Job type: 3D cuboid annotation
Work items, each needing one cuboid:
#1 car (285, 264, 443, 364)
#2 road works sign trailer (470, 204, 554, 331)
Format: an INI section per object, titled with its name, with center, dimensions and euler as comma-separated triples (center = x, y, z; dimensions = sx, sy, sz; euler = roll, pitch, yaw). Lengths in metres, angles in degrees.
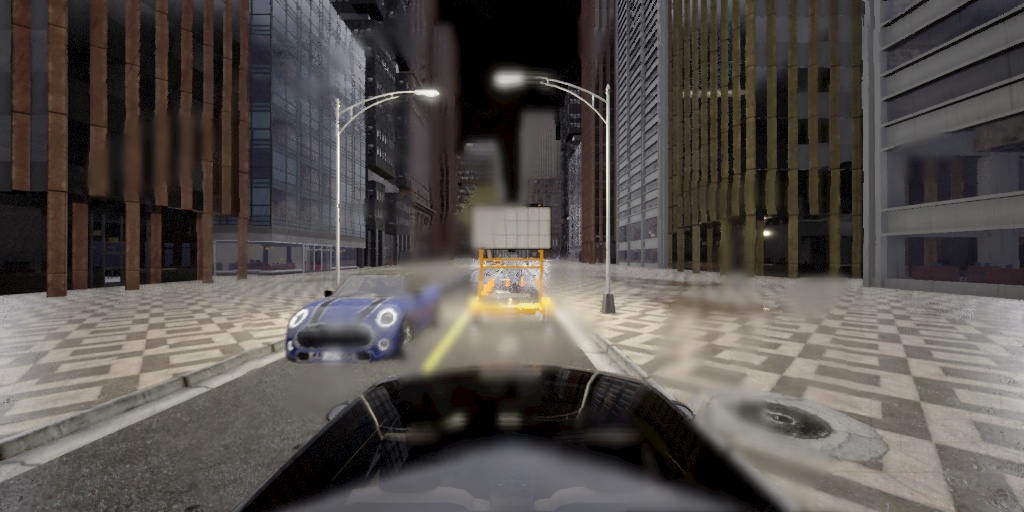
[car]
center = -3.007, 1.103, 8.263
dimensions = 2.097, 1.767, 4.553
euler = 0, 0, 0
[road works sign trailer]
center = -0.010, 0.215, 10.971
dimensions = 2.380, 3.560, 2.880
euler = 0, 0, 0
